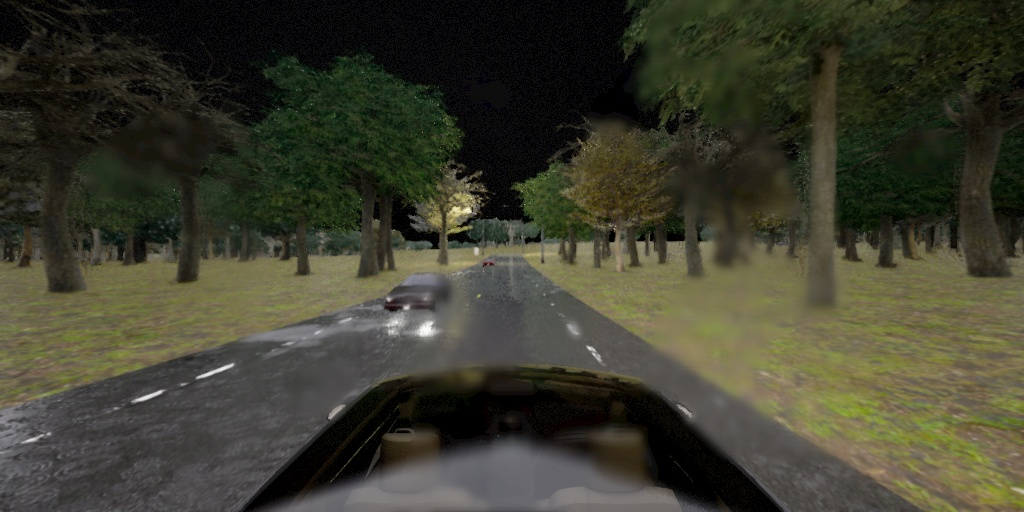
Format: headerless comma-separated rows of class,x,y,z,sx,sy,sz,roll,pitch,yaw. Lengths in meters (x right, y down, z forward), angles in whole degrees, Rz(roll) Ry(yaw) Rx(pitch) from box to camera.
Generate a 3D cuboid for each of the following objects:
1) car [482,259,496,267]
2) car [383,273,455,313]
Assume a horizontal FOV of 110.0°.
car,-3.549,1.054,56.020,1.895,1.301,4.718,0,1,1
car,-3.599,1.405,14.957,2.033,1.411,5.357,0,0,0
